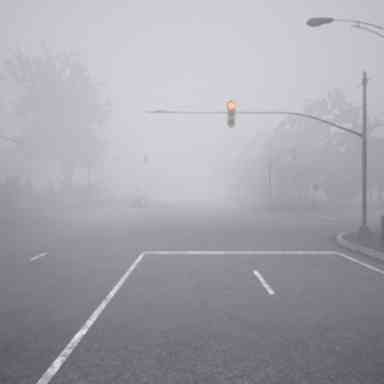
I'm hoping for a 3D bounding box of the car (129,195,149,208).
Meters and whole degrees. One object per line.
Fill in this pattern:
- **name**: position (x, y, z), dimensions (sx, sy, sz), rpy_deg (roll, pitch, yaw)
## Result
- **car**: position (-6.967, 1.175, 44.272), dimensions (2.097, 1.767, 4.553), rpy_deg (0, 0, 0)
